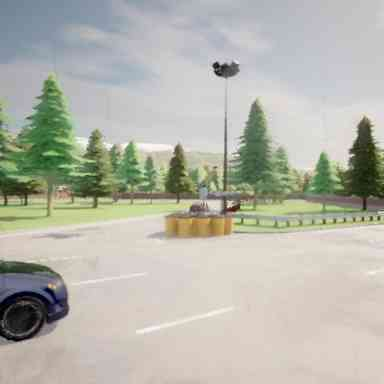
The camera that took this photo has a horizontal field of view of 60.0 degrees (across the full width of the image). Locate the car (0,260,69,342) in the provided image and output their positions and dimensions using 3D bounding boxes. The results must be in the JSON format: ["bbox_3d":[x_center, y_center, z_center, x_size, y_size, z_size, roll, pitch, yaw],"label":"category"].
[{"bbox_3d":[-4.133,1.557,5.096,4.181,1.385,1.994,1,-1,-35],"label":"car"}]

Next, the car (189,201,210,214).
[{"bbox_3d":[0.987,1.863,40.223,1.812,1.442,4.674,1,0,14],"label":"car"}]
